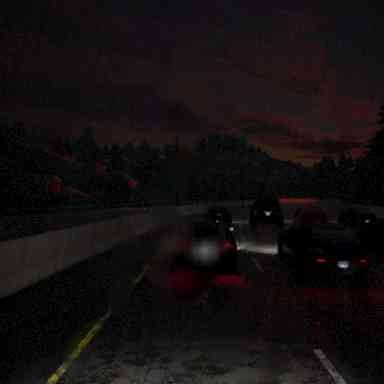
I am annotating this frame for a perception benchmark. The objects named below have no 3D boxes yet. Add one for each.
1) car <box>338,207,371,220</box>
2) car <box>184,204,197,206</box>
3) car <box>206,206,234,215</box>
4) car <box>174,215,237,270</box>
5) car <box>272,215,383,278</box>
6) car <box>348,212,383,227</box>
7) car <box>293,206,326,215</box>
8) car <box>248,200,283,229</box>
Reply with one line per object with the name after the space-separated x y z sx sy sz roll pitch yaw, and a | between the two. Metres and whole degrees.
12.695 1.894 25.666 1.812 1.442 4.674 0 -1 9 | car
-0.493 2.367 60.995 1.812 1.442 4.674 0 -1 18 | car
2.162 1.873 26.306 1.837 1.490 4.892 0 0 9 | car
0.551 1.730 11.782 1.994 1.385 4.181 0 -1 5 | car
3.964 1.679 10.628 1.812 1.442 4.674 0 -1 5 | car
7.608 1.702 12.126 1.812 1.442 4.674 0 -1 5 | car
9.303 1.855 26.582 1.882 1.535 5.008 0 0 10 | car
5.454 1.572 24.786 2.150 2.045 5.566 0 -1 9 | car
